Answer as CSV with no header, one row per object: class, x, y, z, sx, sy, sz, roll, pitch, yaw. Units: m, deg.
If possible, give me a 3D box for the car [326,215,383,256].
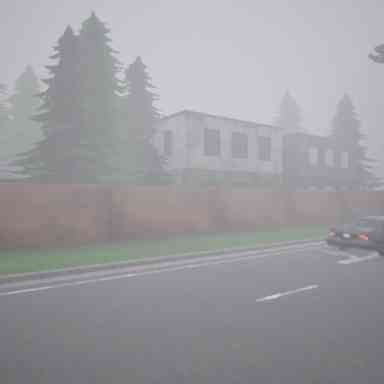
car,7.724,1.677,13.681,5.357,1.411,2.033,1,0,-35
